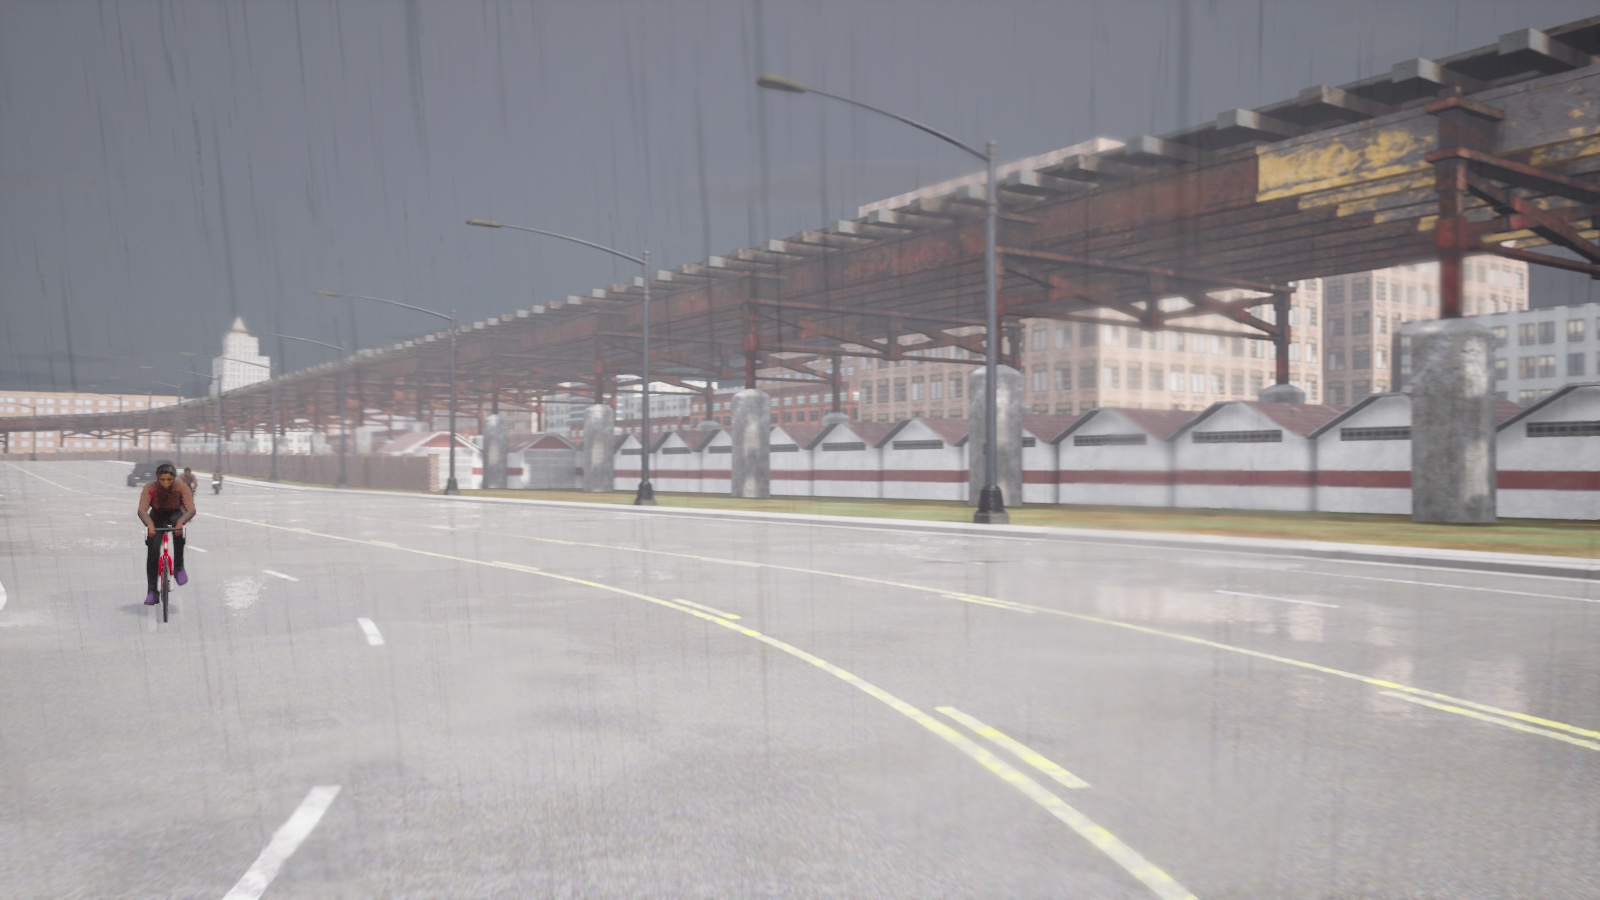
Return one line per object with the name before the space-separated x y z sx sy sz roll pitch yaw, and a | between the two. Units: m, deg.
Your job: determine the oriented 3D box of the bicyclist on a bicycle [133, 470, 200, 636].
bicyclist on a bicycle | -6.651 1.024 13.199 0.582 1.620 1.656 0 -1 -27
